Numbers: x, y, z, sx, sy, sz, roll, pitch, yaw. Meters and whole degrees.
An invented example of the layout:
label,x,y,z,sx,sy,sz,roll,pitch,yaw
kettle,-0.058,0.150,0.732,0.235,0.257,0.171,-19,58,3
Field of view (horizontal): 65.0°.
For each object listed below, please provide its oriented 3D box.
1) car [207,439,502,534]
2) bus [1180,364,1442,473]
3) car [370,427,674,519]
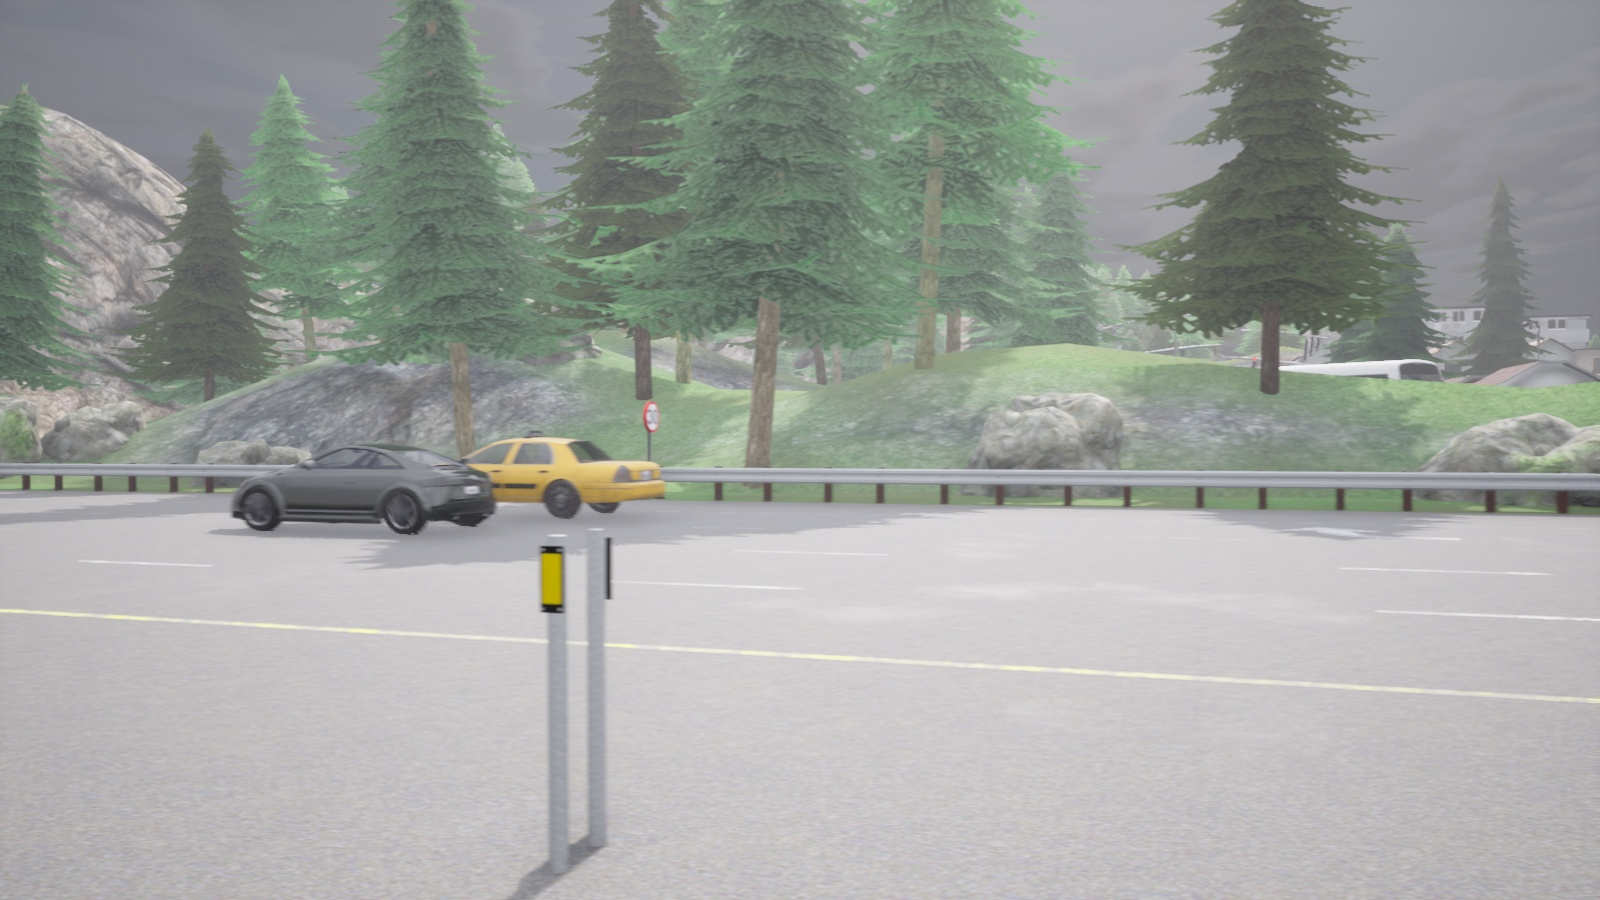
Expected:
label,x,y,z,sx,sy,sz,roll,pitch,yaw
car,-7.201,0.537,20.389,4.181,1.385,1.994,1,1,19
bus,21.803,-1.359,54.460,3.944,4.253,10.273,-1,2,-30
car,-5.175,0.371,23.398,5.366,1.575,1.801,1,1,19
